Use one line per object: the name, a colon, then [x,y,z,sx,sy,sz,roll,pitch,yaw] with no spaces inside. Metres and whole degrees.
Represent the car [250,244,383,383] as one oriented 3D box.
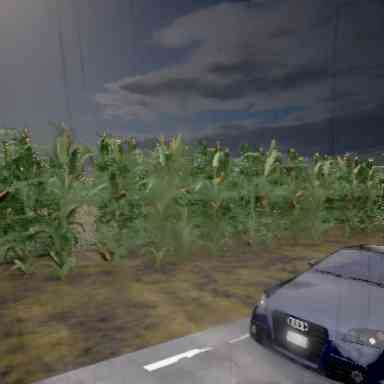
car: [2.872,1.568,5.119,4.181,1.385,1.994,0,0,-35]
